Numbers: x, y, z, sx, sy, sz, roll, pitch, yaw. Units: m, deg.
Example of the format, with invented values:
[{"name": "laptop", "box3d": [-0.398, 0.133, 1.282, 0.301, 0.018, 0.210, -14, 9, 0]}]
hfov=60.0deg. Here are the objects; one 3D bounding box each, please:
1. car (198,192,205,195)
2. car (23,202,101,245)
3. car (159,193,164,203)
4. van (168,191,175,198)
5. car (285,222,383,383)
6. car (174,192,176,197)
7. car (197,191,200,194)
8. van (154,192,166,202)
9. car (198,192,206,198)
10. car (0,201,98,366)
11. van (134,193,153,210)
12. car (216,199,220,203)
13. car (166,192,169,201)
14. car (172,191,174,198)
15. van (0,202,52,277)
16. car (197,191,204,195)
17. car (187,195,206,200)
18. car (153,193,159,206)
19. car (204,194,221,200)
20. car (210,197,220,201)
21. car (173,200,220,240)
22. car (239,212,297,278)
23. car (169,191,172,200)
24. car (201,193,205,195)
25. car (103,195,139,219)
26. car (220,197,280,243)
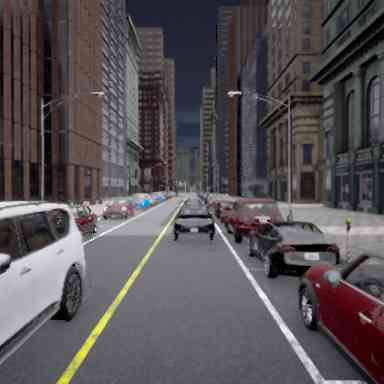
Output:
[{"name": "car", "box3d": [2.729, 1.111, 66.098, 1.802, 1.307, 4.206, 0, 0, 0]}, {"name": "car", "box3d": [-5.773, 1.327, 15.359, 1.967, 1.590, 4.097, 0, 0, 0]}, {"name": "car", "box3d": [-5.788, 1.195, 49.178, 2.008, 1.369, 4.403, 0, 0, 0]}, {"name": "van", "box3d": [-5.810, 0.685, 94.269, 1.690, 1.788, 3.998, 0, 0, 0]}, {"name": "car", "box3d": [2.757, 1.409, 4.099, 1.967, 1.590, 4.097, 0, 0, 0]}, {"name": "car", "box3d": [-5.804, 0.966, 82.997, 2.008, 1.369, 4.403, 0, 0, 0]}, {"name": "car", "box3d": [2.721, 0.998, 83.007, 1.802, 1.307, 4.206, 0, 0, 0]}, {"name": "van", "box3d": [-5.792, 0.947, 54.813, 1.690, 1.788, 3.998, 0, 0, 0]}, {"name": "car", "box3d": [2.718, 0.819, 88.642, 1.967, 1.590, 4.097, 0, 0, 0]}, {"name": "car", "box3d": [-3.102, 1.190, 4.237, 2.150, 2.045, 5.566, 0, 0, 0]}, {"name": "van", "box3d": [-5.784, 1.065, 37.904, 1.690, 1.788, 3.998, 0, 0, 0]}, {"name": "car", "box3d": [2.750, 1.391, 21.009, 1.887, 1.381, 4.507, 0, 0, 0]}, {"name": "car", "box3d": [-5.794, 1.008, 60.450, 1.967, 1.590, 4.097, 0, 0, 0]}, {"name": "car", "box3d": [-5.801, 1.019, 77.361, 1.947, 1.339, 4.313, 0, 0, 0]}, {"name": "van", "box3d": [-5.771, 1.269, 9.722, 1.690, 1.788, 3.998, 0, 0, 0]}, {"name": "car", "box3d": [2.724, 1.035, 77.371, 1.802, 1.307, 4.206, 0, 0, 0]}, {"name": "car", "box3d": [0.085, 1.324, 32.959, 1.994, 1.385, 4.181, 0, 0, 0]}, {"name": "car", "box3d": [-5.786, 1.210, 43.372, 1.752, 1.417, 4.829, 0, 0, 0]}, {"name": "car", "box3d": [2.742, 1.164, 37.916, 1.967, 1.590, 4.097, 0, 0, 0]}, {"name": "car", "box3d": [2.747, 1.372, 26.645, 1.947, 1.339, 4.313, 0, 0, 0]}, {"name": "car", "box3d": [0.092, 1.372, 16.388, 2.128, 1.511, 4.902, 0, 0, 0]}, {"name": "car", "box3d": [2.755, 1.494, 9.736, 1.947, 1.339, 4.313, 0, 0, 0]}, {"name": "car", "box3d": [-5.797, 0.844, 66.087, 2.192, 1.841, 5.009, 0, 0, 0]}, {"name": "car", "box3d": [2.737, 1.211, 49.189, 1.947, 1.339, 4.313, 0, 0, 0]}, {"name": "car", "box3d": [-5.778, 1.246, 26.632, 1.967, 1.590, 4.097, 0, 0, 0]}, {"name": "car", "box3d": [2.752, 1.202, 15.371, 2.192, 1.841, 5.009, 0, 0, 0]}]
